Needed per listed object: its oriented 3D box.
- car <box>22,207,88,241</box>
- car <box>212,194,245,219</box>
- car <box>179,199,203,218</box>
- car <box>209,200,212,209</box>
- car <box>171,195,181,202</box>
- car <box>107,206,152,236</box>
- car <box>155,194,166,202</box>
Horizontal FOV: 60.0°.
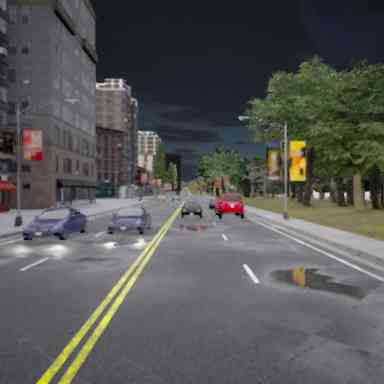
[{"bbox_3d":[-6.601,1.515,16.610,1.812,1.442,4.674,0,0,0],"label":"car"},{"bbox_3d":[3.228,1.196,29.220,2.150,2.045,5.566,0,0,0],"label":"car"},{"bbox_3d":[-0.021,1.575,29.780,1.895,1.301,4.718,0,0,0],"label":"car"},{"bbox_3d":[3.263,1.520,44.374,1.994,1.385,4.181,0,0,1],"label":"car"},{"bbox_3d":[-3.308,1.305,69.997,1.812,1.442,4.674,0,0,0],"label":"car"},{"bbox_3d":[-3.338,1.512,18.564,1.812,1.442,4.674,0,0,0],"label":"car"},{"bbox_3d":[-6.558,1.260,69.994,1.882,1.535,5.008,0,0,0],"label":"car"}]
